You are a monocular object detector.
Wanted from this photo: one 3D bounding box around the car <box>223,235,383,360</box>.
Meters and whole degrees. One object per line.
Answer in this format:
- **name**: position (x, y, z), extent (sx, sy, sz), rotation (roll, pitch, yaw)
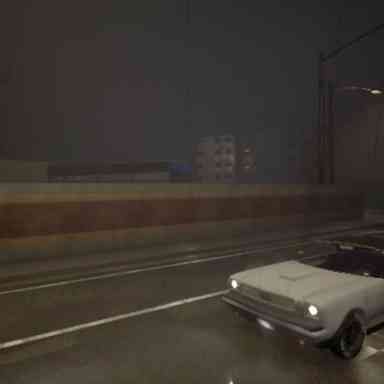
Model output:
- **car**: position (2.847, 1.533, 5.967), extent (4.718, 1.301, 1.895), rotation (-1, 0, -35)
